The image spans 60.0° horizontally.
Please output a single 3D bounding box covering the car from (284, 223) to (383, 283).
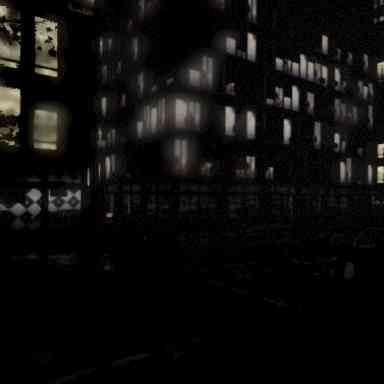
[{"bbox_3d":[4.568,1.635,9.814,4.403,1.369,2.008,1,0,-36],"label":"car"}]
